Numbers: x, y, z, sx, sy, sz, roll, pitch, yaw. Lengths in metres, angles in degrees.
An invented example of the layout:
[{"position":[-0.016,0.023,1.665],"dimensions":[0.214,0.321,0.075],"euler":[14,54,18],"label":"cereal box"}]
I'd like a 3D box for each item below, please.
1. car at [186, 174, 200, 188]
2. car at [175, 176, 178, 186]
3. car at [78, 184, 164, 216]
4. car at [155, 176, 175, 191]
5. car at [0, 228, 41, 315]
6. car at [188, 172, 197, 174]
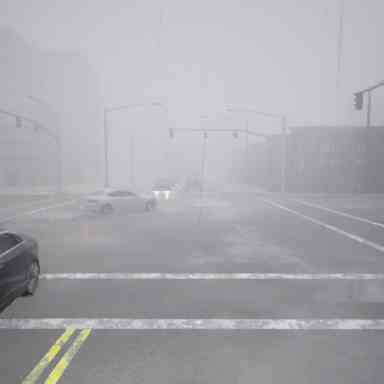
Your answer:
[{"position":[0.156,-1.324,45.954],"dimensions":[2.128,1.511,4.902],"euler":[0,4,0],"label":"car"},{"position":[-3.527,-1.669,51.296],"dimensions":[1.837,1.490,4.892],"euler":[0,4,0],"label":"car"},{"position":[-4.220,0.492,19.402],"dimensions":[4.674,1.442,1.812],"euler":[-4,6,-43],"label":"car"},{"position":[-3.543,-0.945,41.389],"dimensions":[1.994,1.385,4.181],"euler":[0,4,0],"label":"car"},{"position":[-3.856,1.383,5.124],"dimensions":[2.128,1.511,4.902],"euler":[0,2,-8],"label":"car"},{"position":[0.123,-3.276,71.043],"dimensions":[2.150,2.045,5.566],"euler":[0,4,0],"label":"car"}]
